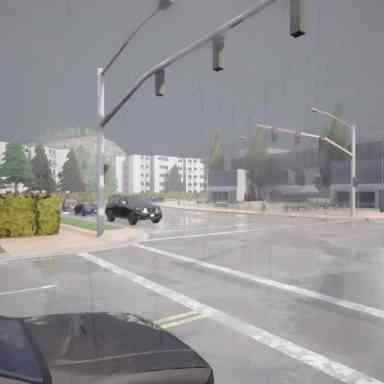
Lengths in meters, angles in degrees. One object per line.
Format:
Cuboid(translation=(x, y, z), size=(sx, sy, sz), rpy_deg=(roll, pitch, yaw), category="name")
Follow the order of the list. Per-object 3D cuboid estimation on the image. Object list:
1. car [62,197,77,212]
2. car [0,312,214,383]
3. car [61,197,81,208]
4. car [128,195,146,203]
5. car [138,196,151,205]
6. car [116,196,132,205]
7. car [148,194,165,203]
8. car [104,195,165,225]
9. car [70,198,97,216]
Cuboid(translation=(-14.441, 1.526, 39.688), size=(1.812, 1.442, 4.674), rpy_deg=(0, 0, -24), category="car")
Cuboid(translation=(-2.343, 1.547, 2.094), size=(5.357, 1.411, 2.033), rpy_deg=(0, 0, -35), category="car")
Cuboid(translation=(-17.858, 1.492, 49.302), size=(2.128, 1.511, 4.902), rpy_deg=(0, 0, -13), category="car")
Cuboid(translation=(-11.341, 1.477, 68.902), size=(1.882, 1.535, 5.008), rpy_deg=(0, 0, 14), category="car")
Cuboid(translation=(-8.597, 1.503, 60.005), size=(1.837, 1.490, 4.892), rpy_deg=(0, -1, -2), category="car")
Cuboid(translation=(-12.025, 1.491, 58.870), size=(2.128, 1.511, 4.902), rpy_deg=(0, 0, -4), category="car")
Cuboid(translation=(-7.498, 1.354, 70.950), size=(2.097, 1.767, 4.553), rpy_deg=(0, 0, 17), category="car")
Cuboid(translation=(-4.427, 1.221, 24.513), size=(2.150, 2.045, 5.566), rpy_deg=(0, 0, -40), category="car")
Cuboid(translation=(-9.967, 1.564, 32.116), size=(1.994, 1.385, 4.181), rpy_deg=(0, 0, -34), category="car")
